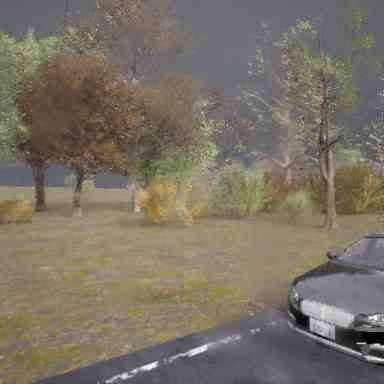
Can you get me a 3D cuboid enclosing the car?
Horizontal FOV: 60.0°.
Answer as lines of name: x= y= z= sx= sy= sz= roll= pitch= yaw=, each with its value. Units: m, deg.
car: x=3.659 y=1.469 z=5.674 sx=4.902 sy=1.511 sz=2.128 roll=0 pitch=0 yaw=-35
